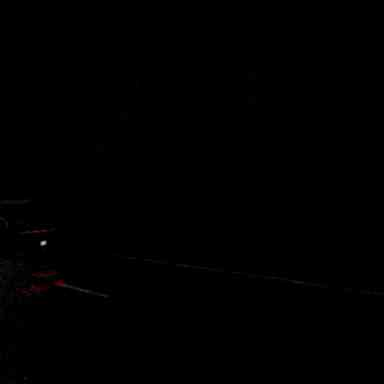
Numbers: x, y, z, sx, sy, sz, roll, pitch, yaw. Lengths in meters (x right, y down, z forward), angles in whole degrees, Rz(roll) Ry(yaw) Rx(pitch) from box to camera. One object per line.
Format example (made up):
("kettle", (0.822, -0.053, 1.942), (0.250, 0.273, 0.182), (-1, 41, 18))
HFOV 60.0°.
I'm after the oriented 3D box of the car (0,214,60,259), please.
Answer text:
("car", (-7.309, 1.648, 13.396), (4.902, 1.511, 2.128), (-1, 0, 36))
